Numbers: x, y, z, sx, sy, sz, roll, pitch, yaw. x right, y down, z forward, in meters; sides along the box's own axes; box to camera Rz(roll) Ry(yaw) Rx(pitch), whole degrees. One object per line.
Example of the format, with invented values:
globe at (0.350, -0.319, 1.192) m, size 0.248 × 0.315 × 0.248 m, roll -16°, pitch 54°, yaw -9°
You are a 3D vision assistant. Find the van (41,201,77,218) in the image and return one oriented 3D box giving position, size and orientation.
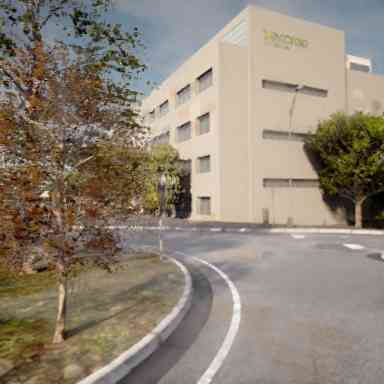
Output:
van at (-15.404, 2.052, 37.554) m, size 4.442 × 1.987 × 1.878 m, roll 0°, pitch -3°, yaw -31°
